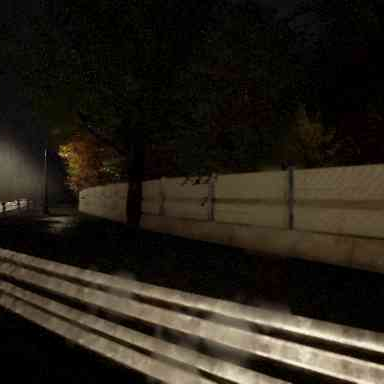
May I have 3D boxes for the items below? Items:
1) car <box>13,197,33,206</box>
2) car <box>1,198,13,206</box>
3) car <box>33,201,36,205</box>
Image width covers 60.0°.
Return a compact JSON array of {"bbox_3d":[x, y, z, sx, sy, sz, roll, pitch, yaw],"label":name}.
[{"bbox_3d":[-31.521,1.925,62.157,1.895,1.301,4.718,1,-1,-20],"label":"car"},{"bbox_3d":[-36.161,1.958,65.419,1.837,1.490,4.892,1,-1,-20],"label":"car"},{"bbox_3d":[-34.896,1.932,71.468,2.097,1.767,4.553,1,-1,-20],"label":"car"}]
